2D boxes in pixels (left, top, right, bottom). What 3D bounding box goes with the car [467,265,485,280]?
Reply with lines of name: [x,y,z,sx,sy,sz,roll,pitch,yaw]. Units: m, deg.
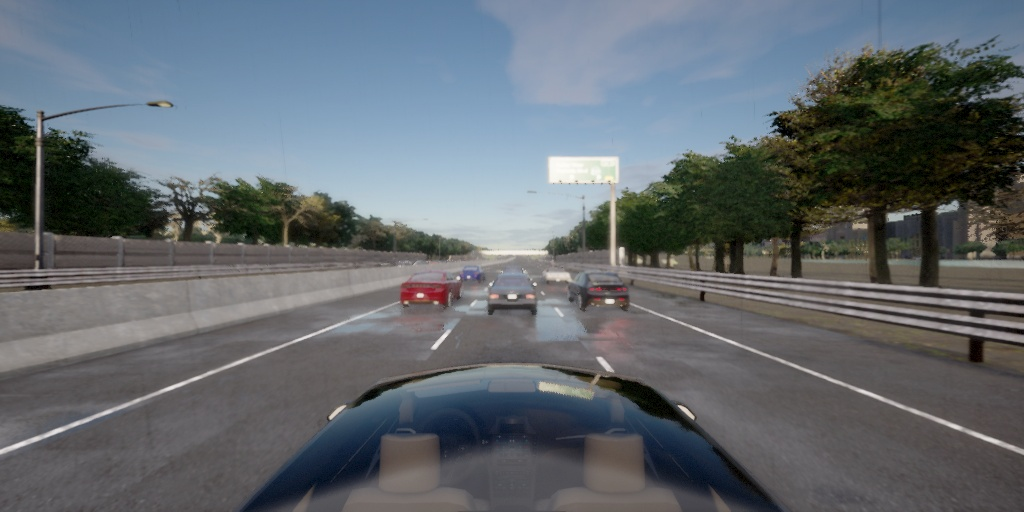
car: [-3.385,1.516,30.689,1.812,1.442,4.674,0,0,1]

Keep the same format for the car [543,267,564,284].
car: [3.606,1.586,29.997,1.895,1.301,4.718,0,0,1]

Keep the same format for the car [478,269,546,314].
car: [0.030,1.413,14.329,2.033,1.411,5.357,0,0,1]

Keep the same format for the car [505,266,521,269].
car: [0.095,1.528,29.309,2.033,1.411,5.357,0,0,1]

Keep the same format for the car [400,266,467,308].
car: [-3.449,1.358,16.054,1.882,1.535,5.008,0,0,1]

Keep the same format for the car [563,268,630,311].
car: [3.542,1.381,15.293,1.837,1.490,4.892,0,0,1]
